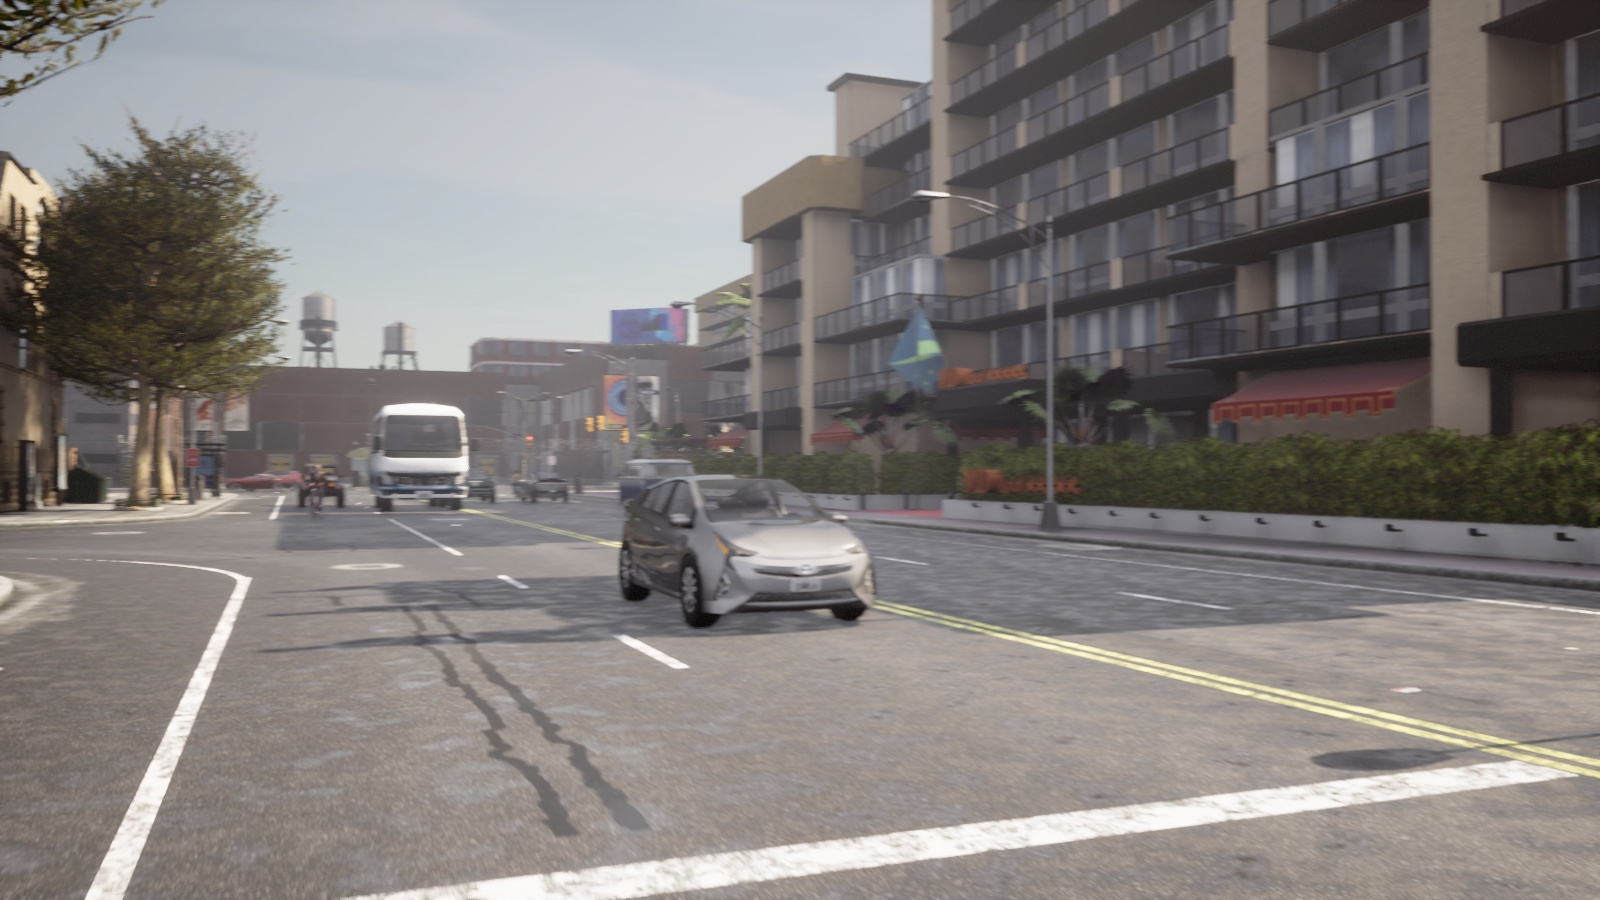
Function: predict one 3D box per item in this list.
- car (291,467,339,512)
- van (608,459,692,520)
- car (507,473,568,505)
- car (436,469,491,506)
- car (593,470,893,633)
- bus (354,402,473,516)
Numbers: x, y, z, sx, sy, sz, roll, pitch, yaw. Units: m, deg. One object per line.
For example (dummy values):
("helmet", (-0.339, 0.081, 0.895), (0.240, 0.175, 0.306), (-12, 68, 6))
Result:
("car", (-21.291, 1.687, 55.051), (1.905, 1.878, 3.866), (0, -1, -22))
("van", (-5.265, 1.339, 43.614), (1.775, 1.987, 4.442), (0, -1, -22))
("car", (-13.207, 1.924, 63.020), (2.128, 1.511, 4.902), (0, -1, -22))
("car", (-16.835, 1.846, 62.641), (2.097, 1.767, 4.553), (0, -1, -22))
("car", (-0.855, 1.009, 14.359), (2.007, 1.525, 4.514), (0, -1, -22))
("bus", (-16.212, 0.428, 52.045), (3.944, 4.253, 10.273), (0, -1, -21))
